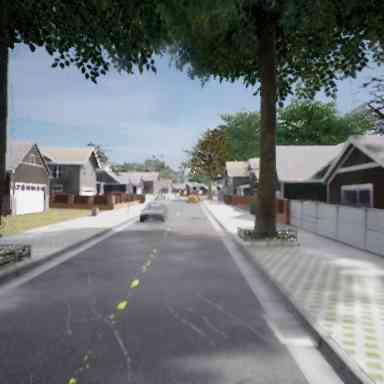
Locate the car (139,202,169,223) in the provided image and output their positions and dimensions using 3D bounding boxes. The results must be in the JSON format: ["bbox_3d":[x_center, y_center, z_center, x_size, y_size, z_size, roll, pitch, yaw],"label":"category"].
[{"bbox_3d":[-2.779,1.489,25.516,2.033,1.411,5.357,0,0,0],"label":"car"}]

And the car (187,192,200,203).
[{"bbox_3d":[0.119,1.310,62.341,1.882,1.535,5.008,0,0,2],"label":"car"}]

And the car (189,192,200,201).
[{"bbox_3d":[0.494,0.967,72.739,2.150,2.045,5.566,0,0,3],"label":"car"}]
